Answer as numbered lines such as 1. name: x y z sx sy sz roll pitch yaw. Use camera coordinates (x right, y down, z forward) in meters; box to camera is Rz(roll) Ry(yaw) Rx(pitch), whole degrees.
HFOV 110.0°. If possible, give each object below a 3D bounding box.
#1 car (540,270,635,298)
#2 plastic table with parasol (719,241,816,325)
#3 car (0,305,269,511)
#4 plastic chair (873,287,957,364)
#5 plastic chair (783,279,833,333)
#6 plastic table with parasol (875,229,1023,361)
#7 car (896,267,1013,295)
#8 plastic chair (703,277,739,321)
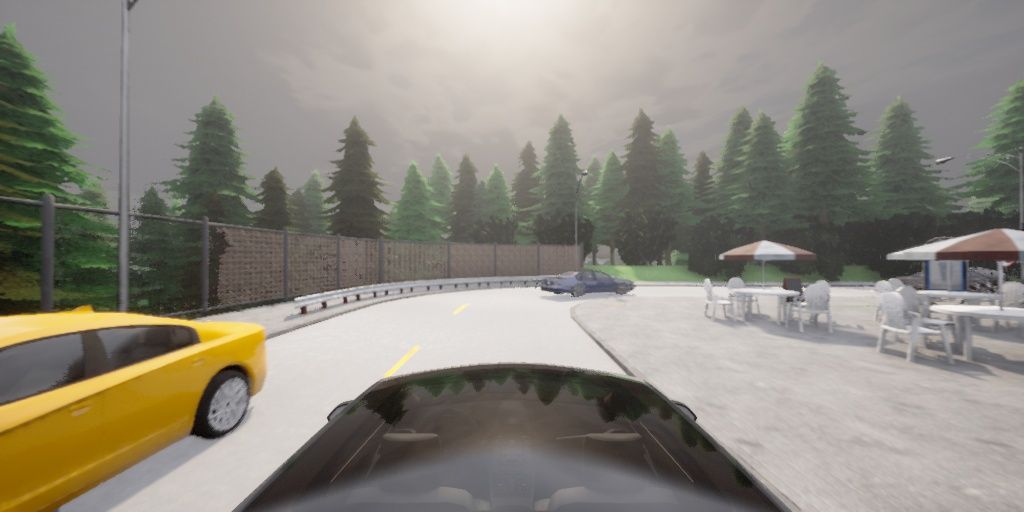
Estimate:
1. car: 4.243 1.479 19.916 5.357 1.411 2.033 0 -1 -25
2. plastic table with parasol: 7.779 0.768 11.076 2.482 2.480 2.482 0 0 0
3. car: -4.123 1.237 2.621 1.882 1.535 5.008 0 -1 0
4. plastic chair: 7.762 1.331 6.956 0.730 1.272 0.750 0 0 10
5. plastic chair: 8.000 1.358 9.666 0.750 1.272 0.730 0 0 10
6. plastic table with parasol: 9.241 0.726 6.767 2.482 2.480 2.482 0 0 0
7. car: 25.045 1.482 20.367 5.357 1.411 2.033 0 -1 0
8. plastic chair: 6.508 1.351 11.285 0.730 1.272 0.750 0 0 10
